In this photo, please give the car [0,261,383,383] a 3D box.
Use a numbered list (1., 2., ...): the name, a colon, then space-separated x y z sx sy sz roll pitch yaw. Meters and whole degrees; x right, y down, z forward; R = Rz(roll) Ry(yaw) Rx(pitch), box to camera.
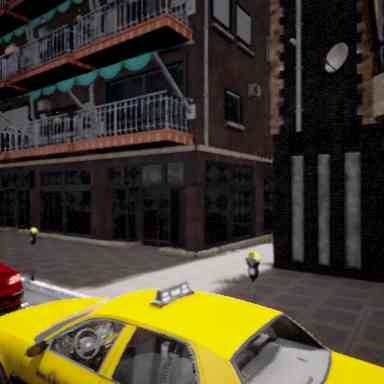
1. car: -0.388 1.532 3.151 4.829 1.417 1.752 0 0 36
